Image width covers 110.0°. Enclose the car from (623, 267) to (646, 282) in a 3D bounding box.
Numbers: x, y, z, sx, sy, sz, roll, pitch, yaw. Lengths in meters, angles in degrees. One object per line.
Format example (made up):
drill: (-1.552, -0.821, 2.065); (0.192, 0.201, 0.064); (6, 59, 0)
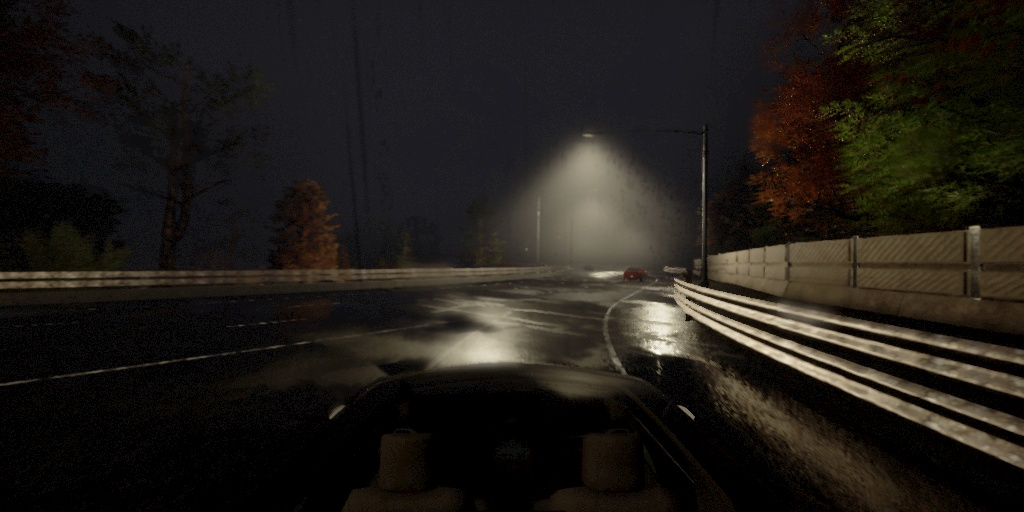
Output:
car: (12.961, 1.931, 37.764); (1.882, 1.535, 5.008); (1, -1, 26)
